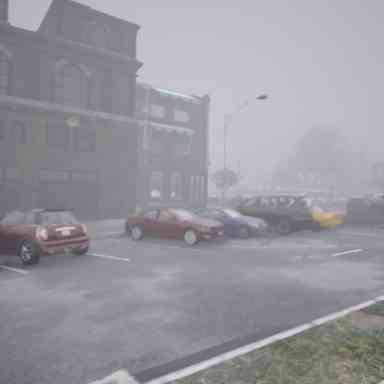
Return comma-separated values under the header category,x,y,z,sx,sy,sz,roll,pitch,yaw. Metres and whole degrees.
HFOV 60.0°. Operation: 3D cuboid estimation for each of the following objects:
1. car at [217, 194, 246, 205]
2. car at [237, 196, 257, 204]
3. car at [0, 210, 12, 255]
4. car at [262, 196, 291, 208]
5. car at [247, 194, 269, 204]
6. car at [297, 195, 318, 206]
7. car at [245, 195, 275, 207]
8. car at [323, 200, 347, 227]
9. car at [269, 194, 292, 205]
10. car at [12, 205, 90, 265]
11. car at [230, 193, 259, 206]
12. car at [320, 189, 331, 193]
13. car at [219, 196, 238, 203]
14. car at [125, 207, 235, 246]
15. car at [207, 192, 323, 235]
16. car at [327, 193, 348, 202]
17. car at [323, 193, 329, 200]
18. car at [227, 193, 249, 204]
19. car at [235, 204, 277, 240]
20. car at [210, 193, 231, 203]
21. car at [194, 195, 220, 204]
category,x,y,z,sx,sy,sz,roll,pitch,yaw
car,6.024,1.178,50.416,1.946,1.575,5.366,0,-1,35
car,11.901,1.716,71.352,2.231,1.521,4.892,1,-2,35
car,-8.204,1.213,10.088,5.566,2.045,2.435,-1,-1,35
car,10.978,1.216,42.965,2.002,1.452,4.674,1,0,35
car,13.666,1.465,68.899,2.435,2.045,5.566,1,-2,35
car,20.541,1.588,58.960,2.185,1.767,4.553,1,-2,35
car,9.290,1.178,45.393,2.231,1.521,4.892,0,-1,35
car,6.386,1.463,20.657,5.366,1.575,1.946,-1,0,35
car,17.076,1.461,63.881,2.435,2.045,5.566,1,-2,35
car,-5.756,1.343,11.816,4.553,1.767,2.185,-1,-1,35
car,7.591,1.052,47.806,2.185,1.767,4.553,0,-1,35
car,25.382,0.122,63.954,2.128,1.511,4.902,2,3,-34
car,8.369,1.706,76.167,1.946,1.575,5.366,1,-2,35
car,-0.864,1.477,15.321,5.008,1.535,2.097,-1,-1,35
car,4.043,1.223,18.819,5.566,2.045,2.435,-1,0,35
car,23.951,1.584,53.943,2.185,1.767,4.553,1,-2,35
car,22.271,1.588,56.475,2.185,1.767,4.553,1,-2,35
car,10.182,1.463,73.819,2.435,2.045,5.566,1,-2,35
car,1.608,1.518,17.065,4.674,1.452,2.002,-1,-1,35
car,6.777,1.467,78.836,2.435,2.045,5.566,1,-2,35
car,2.542,1.209,55.099,2.163,1.488,4.792,1,-1,35
